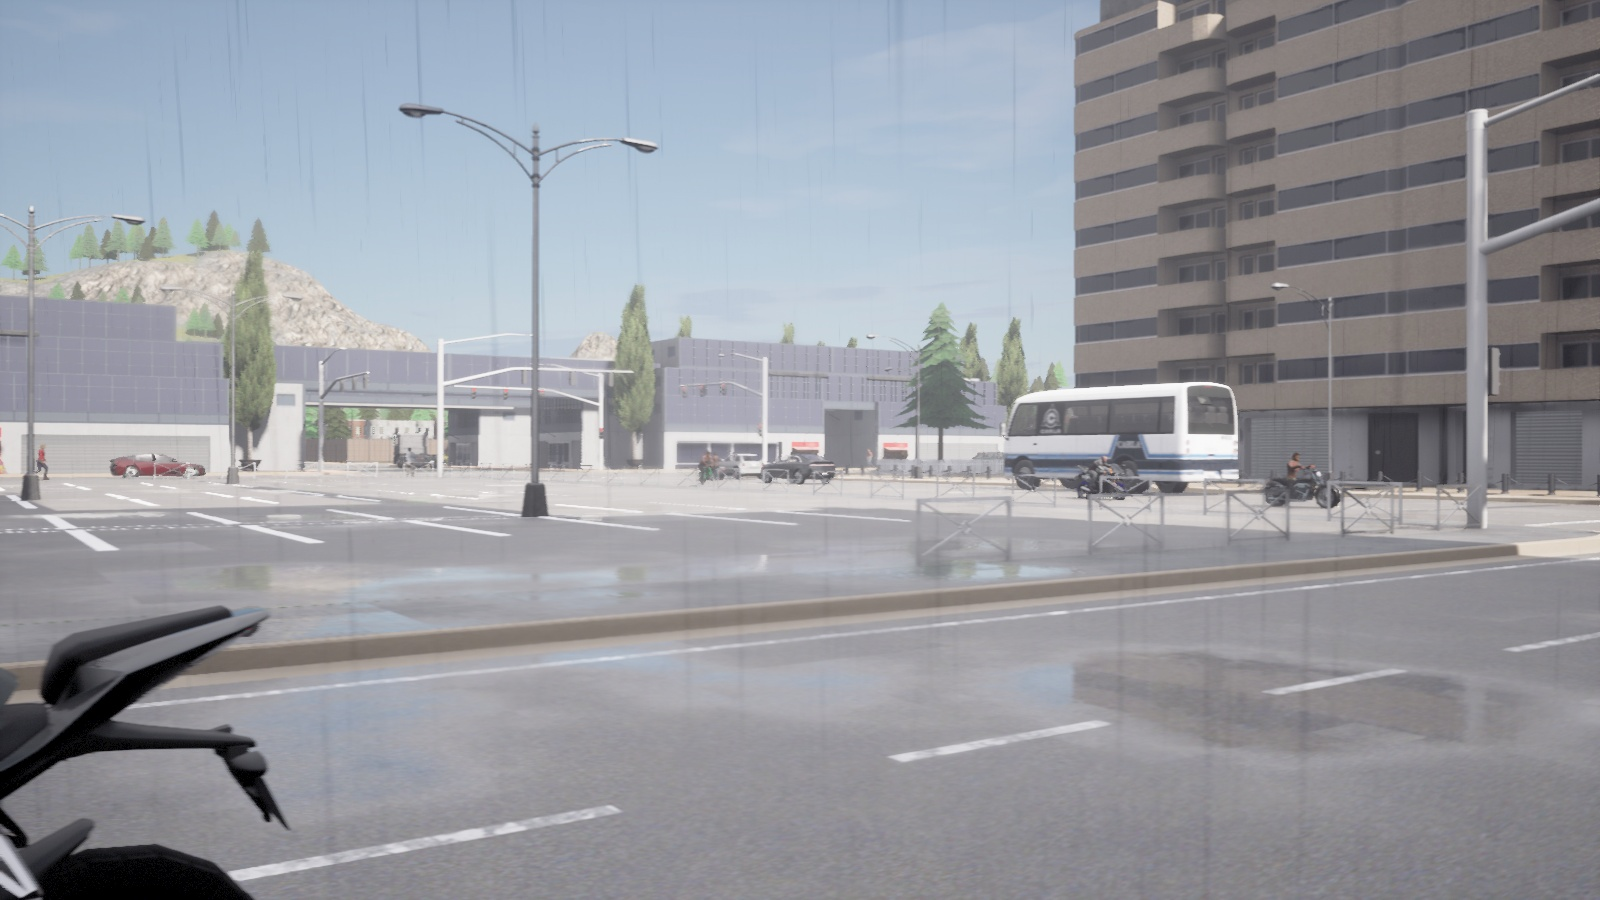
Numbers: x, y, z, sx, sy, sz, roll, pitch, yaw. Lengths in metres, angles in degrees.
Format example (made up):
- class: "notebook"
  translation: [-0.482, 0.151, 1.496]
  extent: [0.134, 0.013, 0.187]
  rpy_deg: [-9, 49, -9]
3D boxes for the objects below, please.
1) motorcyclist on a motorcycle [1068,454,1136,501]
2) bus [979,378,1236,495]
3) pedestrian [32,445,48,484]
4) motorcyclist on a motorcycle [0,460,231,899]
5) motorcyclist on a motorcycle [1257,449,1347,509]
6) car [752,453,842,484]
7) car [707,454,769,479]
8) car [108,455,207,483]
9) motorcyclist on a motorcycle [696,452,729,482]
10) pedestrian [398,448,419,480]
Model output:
- class: "motorcyclist on a motorcycle"
  translation: [10.103, 0.917, 42.105]
  extent: [0.866, 1.530, 2.191]
  rpy_deg: [0, -1, -35]
- class: "bus"
  translation: [12.270, -0.476, 51.397]
  extent: [3.944, 4.253, 10.273]
  rpy_deg: [0, 0, -33]
- class: "pedestrian"
  translation: [-36.486, 0.684, 60.292]
  extent: [0.636, 1.846, 0.331]
  rpy_deg: [0, 0, -34]
- class: "motorcyclist on a motorcycle"
  translation: [-2.224, 0.790, 2.110]
  extent: [2.191, 1.530, 0.866]
  rpy_deg: [0, 0, -35]
- class: "motorcyclist on a motorcycle"
  translation: [14.344, 0.808, 35.967]
  extent: [0.766, 1.649, 2.350]
  rpy_deg: [0, 0, -35]
- class: "car"
  translation: [-0.188, 0.912, 63.156]
  extent: [2.128, 1.511, 4.902]
  rpy_deg: [0, 0, -35]
- class: "car"
  translation: [-3.726, 0.956, 74.433]
  extent: [1.970, 1.475, 3.806]
  rpy_deg: [0, 0, -34]
- class: "car"
  translation: [-36.139, 1.050, 70.675]
  extent: [4.792, 1.488, 2.163]
  rpy_deg: [0, 0, -33]
- class: "motorcyclist on a motorcycle"
  translation: [-4.898, 0.933, 69.972]
  extent: [0.766, 1.649, 2.350]
  rpy_deg: [0, 0, -35]
- class: "pedestrian"
  translation: [-23.153, 0.822, 74.231]
  extent: [0.874, 1.855, 0.900]
  rpy_deg: [0, 0, -41]
